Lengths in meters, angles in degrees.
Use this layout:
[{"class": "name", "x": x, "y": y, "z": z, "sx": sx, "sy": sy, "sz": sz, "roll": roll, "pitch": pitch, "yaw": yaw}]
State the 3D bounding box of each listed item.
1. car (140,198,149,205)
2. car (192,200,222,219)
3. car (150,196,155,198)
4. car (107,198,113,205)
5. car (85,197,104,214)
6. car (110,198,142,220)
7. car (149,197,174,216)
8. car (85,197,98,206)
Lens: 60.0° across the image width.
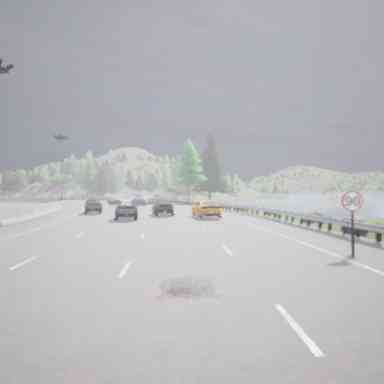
[{"class": "car", "x": -9.874, "y": 1.712, "z": 60.221, "sx": 2.033, "sy": 1.411, "sz": 5.357, "roll": -1, "pitch": 0, "yaw": -23}, {"class": "car", "x": 1.210, "y": 1.468, "z": 29.415, "sx": 1.882, "sy": 1.535, "sz": 5.008, "roll": 0, "pitch": 0, "yaw": -10}, {"class": "car", "x": -7.513, "y": 1.608, "z": 65.028, "sx": 1.882, "sy": 1.535, "sz": 5.008, "roll": -1, "pitch": 0, "yaw": -15}, {"class": "car", "x": -15.171, "y": 1.845, "z": 64.054, "sx": 1.895, "sy": 1.301, "sz": 4.718, "roll": -1, "pitch": 0, "yaw": -23}, {"class": "car", "x": -11.311, "y": 1.670, "z": 38.464, "sx": 2.128, "sy": 1.511, "sz": 4.902, "roll": -1, "pitch": 0, "yaw": -13}, {"class": "car", "x": -5.712, "y": 1.584, "z": 28.991, "sx": 2.128, "sy": 1.511, "sz": 4.902, "roll": -1, "pitch": 0, "yaw": -11}, {"class": "car", "x": -3.008, "y": 1.560, "z": 33.692, "sx": 1.837, "sy": 1.490, "sz": 4.892, "roll": 0, "pitch": 0, "yaw": -12}, {"class": "car", "x": -19.154, "y": 1.808, "z": 63.176, "sx": 1.837, "sy": 1.490, "sz": 4.892, "roll": 0, "pitch": 0, "yaw": -23}]
